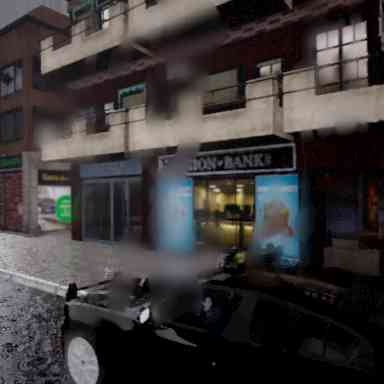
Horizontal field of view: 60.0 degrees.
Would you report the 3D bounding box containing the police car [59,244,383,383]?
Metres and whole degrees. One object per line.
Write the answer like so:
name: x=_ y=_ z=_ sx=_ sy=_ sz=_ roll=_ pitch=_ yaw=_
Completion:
police car: x=0.530 y=1.433 z=3.578 sx=5.238 sy=1.638 sz=1.930 roll=0 pitch=0 yaw=36
